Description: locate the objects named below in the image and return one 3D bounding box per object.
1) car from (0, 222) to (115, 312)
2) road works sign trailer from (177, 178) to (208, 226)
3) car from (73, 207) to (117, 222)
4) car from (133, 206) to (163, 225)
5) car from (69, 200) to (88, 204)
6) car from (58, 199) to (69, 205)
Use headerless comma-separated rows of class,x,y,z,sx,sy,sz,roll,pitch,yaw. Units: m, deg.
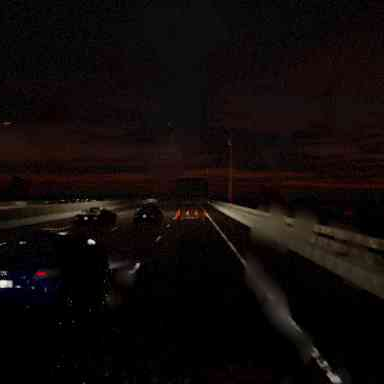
car,-3.396,1.648,8.001,1.994,1.385,4.181,0,-1,0
road works sign trailer,0.010,0.725,25.717,2.380,3.560,2.880,0,-1,0
car,-6.890,1.793,24.121,2.033,1.411,5.357,0,-1,0
car,-3.390,1.814,26.293,2.033,1.411,5.357,0,-1,0
car,-20.978,2.220,63.099,1.895,1.301,4.718,0,-1,0
car,-24.475,2.180,65.492,2.033,1.411,5.357,0,-1,0
